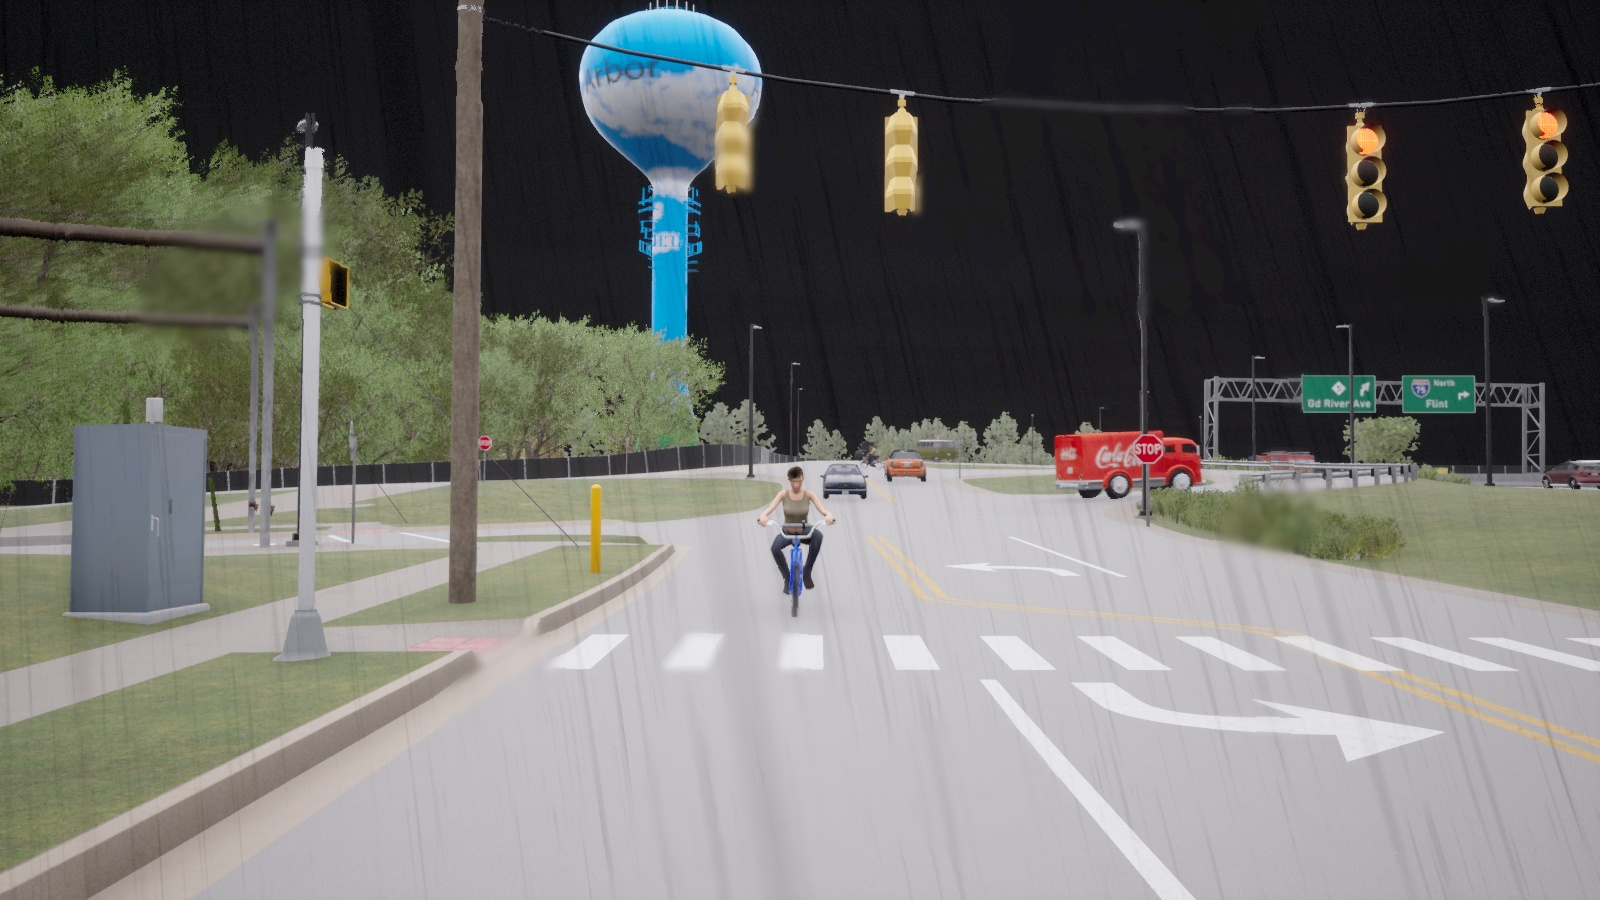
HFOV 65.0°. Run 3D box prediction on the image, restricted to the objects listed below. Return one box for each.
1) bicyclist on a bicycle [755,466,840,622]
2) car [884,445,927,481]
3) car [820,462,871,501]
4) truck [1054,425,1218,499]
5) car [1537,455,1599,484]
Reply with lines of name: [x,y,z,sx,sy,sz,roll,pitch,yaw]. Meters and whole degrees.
bicyclist on a bicycle: [-0.031,0.984,13.777,0.866,1.612,1.509,0,-1,0]
car: [5.733,0.693,68.935,2.097,1.767,4.553,0,2,2]
car: [1.882,1.290,53.322,2.033,1.411,5.357,0,1,1]
truck: [12.543,0.444,47.090,5.204,2.467,2.627,-3,-1,-15]
car: [42.396,1.089,68.849,1.789,1.549,3.705,0,-1,1]
